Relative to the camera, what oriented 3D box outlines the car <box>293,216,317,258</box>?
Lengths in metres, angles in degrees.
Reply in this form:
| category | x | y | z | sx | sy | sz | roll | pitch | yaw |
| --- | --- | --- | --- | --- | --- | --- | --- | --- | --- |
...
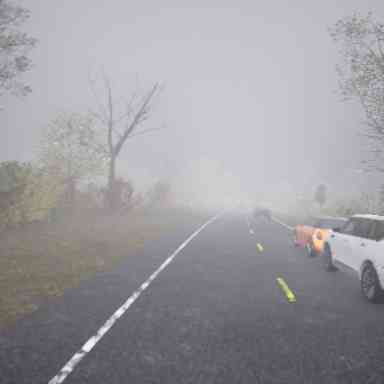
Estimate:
| category | x | y | z | sx | sy | sz | roll | pitch | yaw |
| --- | --- | --- | --- | --- | --- | --- | --- | --- | --- |
| car | 5.986 | 1.852 | 14.998 | 2.097 | 1.767 | 4.553 | 3 | -1 | 7 |

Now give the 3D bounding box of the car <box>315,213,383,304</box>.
| category | x | y | z | sx | sy | sz | roll | pitch | yaw |
| --- | --- | --- | --- | --- | --- | --- | --- | --- | --- |
| car | 5.335 | 1.620 | 9.124 | 2.150 | 2.045 | 5.566 | 3 | -1 | 6 |

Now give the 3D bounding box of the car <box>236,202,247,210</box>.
| category | x | y | z | sx | sy | sz | roll | pitch | yaw |
| --- | --- | --- | --- | --- | --- | --- | --- | --- | --- |
| car | 10.883 | 2.979 | 72.729 | 2.097 | 1.767 | 4.553 | 3 | -1 | 12 |

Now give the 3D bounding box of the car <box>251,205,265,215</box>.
| category | x | y | z | sx | sy | sz | roll | pitch | yaw |
| --- | --- | --- | --- | --- | --- | --- | --- | --- | --- |
| car | 10.723 | 2.876 | 54.298 | 2.033 | 1.411 | 5.357 | 3 | -1 | 10 |

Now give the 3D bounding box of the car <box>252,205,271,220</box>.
| category | x | y | z | sx | sy | sz | roll | pitch | yaw |
| --- | --- | --- | --- | --- | --- | --- | --- | --- | --- |
| car | 8.442 | 2.487 | 40.024 | 1.837 | 1.490 | 4.892 | 3 | 0 | 9 |
